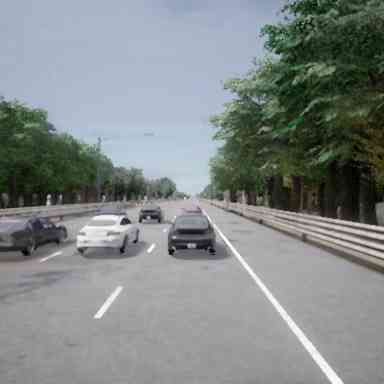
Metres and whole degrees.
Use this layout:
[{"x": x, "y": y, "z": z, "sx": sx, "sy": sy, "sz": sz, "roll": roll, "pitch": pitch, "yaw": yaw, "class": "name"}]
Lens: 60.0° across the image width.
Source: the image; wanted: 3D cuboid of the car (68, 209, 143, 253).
[{"x": -3.502, "y": 1.703, "z": 14.387, "sx": 1.812, "sy": 1.442, "sz": 4.674, "roll": 0, "pitch": -1, "yaw": 0, "class": "car"}]

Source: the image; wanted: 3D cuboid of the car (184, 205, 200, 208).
[{"x": 0.003, "y": 1.853, "z": 29.383, "sx": 1.812, "sy": 1.442, "sz": 4.674, "roll": 1, "pitch": 0, "yaw": 0, "class": "car"}]

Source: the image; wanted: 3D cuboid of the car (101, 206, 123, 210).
[{"x": -7.015, "y": 1.908, "z": 29.293, "sx": 1.994, "sy": 1.385, "sz": 4.181, "roll": 0, "pitch": -1, "yaw": 0, "class": "car"}]

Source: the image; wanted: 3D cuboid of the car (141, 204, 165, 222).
[{"x": -3.516, "y": 1.831, "z": 29.314, "sx": 1.837, "sy": 1.490, "sz": 4.892, "roll": 0, "pitch": 0, "yaw": 0, "class": "car"}]

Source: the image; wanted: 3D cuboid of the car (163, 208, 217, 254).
[{"x": -0.003, "y": 1.684, "z": 14.306, "sx": 1.837, "sy": 1.490, "sz": 4.892, "roll": 0, "pitch": 0, "yaw": 0, "class": "car"}]

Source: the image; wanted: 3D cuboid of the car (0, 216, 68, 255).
[{"x": -7.007, "y": 1.720, "z": 13.992, "sx": 2.033, "sy": 1.411, "sz": 5.357, "roll": 0, "pitch": -1, "yaw": 0, "class": "car"}]
